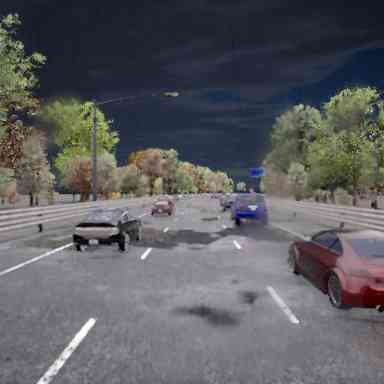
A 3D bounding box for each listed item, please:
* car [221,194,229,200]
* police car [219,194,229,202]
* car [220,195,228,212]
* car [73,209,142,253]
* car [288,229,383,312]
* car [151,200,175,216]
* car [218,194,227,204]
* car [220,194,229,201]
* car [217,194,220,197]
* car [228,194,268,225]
[{"bbox_3d":[9.123,1.410,92.346,2.033,1.411,5.357,0,0,7],"label":"car"},{"bbox_3d":[6.823,1.300,70.824,1.930,1.638,5.238,0,0,5],"label":"police car"},{"bbox_3d":[4.484,1.423,38.167,1.837,1.490,4.892,0,0,3],"label":"car"},{"bbox_3d":[-3.247,1.454,13.555,2.128,1.511,4.902,0,0,1],"label":"car"},{"bbox_3d":[3.669,1.543,7.730,1.994,1.385,4.181,0,0,1],"label":"car"},{"bbox_3d":[-2.703,1.453,31.642,1.812,1.442,4.674,0,0,2],"label":"car"},{"bbox_3d":[5.108,1.425,49.026,1.812,1.442,4.674,0,0,4],"label":"car"},{"bbox_3d":[7.892,1.361,81.538,2.128,1.511,4.902,0,0,6],"label":"car"},{"bbox_3d":[5.885,1.362,59.877,1.882,1.535,5.008,0,0,4],"label":"car"},{"bbox_3d":[4.003,1.167,23.806,2.150,2.045,5.566,0,0,2],"label":"car"}]
